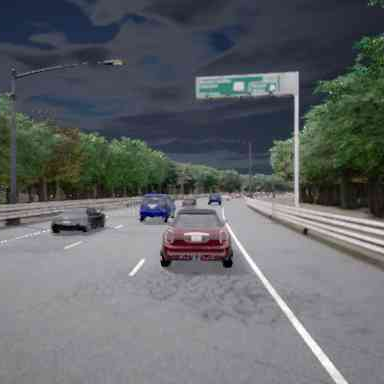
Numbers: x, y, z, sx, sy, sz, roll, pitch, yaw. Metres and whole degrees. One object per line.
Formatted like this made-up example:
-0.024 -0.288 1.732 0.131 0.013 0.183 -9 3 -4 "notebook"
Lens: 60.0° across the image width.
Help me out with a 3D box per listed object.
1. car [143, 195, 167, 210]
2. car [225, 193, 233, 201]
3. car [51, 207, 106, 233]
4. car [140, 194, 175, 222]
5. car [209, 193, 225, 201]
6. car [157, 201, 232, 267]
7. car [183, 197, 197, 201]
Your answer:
-4.721 1.320 43.077 2.097 1.767 4.553 1 0 6 "car"
8.425 1.163 84.768 2.150 2.045 5.566 0 0 11 "car"
-6.439 1.542 19.358 1.994 1.385 4.181 0 0 3 "car"
-2.623 1.206 26.375 2.150 2.045 5.566 0 0 4 "car"
4.214 1.196 59.675 2.150 2.045 5.566 0 0 8 "car"
0.193 1.350 11.626 2.097 1.767 4.553 0 0 2 "car"
-0.292 1.463 51.486 2.128 1.511 4.902 0 0 7 "car"
